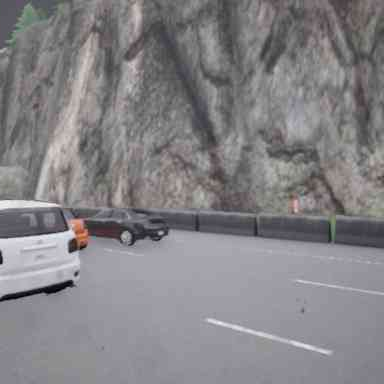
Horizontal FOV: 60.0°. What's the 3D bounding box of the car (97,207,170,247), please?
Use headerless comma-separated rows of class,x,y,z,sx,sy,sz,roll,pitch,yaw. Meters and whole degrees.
car,-3.233,1.438,14.884,4.892,1.490,1.837,0,0,36

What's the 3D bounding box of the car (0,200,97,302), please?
car,-4.836,1.182,7.411,5.566,2.045,2.150,1,0,36

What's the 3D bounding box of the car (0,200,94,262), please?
car,-6.029,1.281,12.584,4.553,1.767,2.097,1,0,36
